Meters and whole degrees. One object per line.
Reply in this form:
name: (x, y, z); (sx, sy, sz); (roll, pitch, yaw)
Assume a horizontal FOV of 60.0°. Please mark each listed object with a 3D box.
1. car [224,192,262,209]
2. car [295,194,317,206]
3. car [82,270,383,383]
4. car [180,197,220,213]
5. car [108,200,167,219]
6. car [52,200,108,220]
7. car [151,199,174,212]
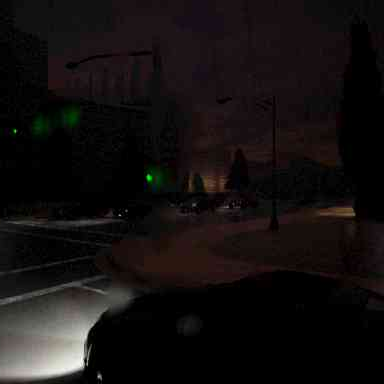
car: (6.981, 1.221, 45.105); (2.150, 2.045, 5.566); (0, 0, 36)
car: (19.809, 1.491, 56.485); (2.128, 1.511, 4.902); (0, 0, 36)
car: (0.785, 1.564, 3.441); (4.181, 1.385, 1.994); (0, 0, 35)
car: (0.679, 1.352, 36.447); (2.097, 1.767, 4.553); (0, 0, 36)
car: (-4.641, 1.601, 29.119); (1.895, 1.301, 4.718); (0, 0, 36)
car: (-9.444, 1.478, 28.478); (1.882, 1.535, 5.008); (0, 0, 36)
car: (-3.923, 1.505, 36.063); (1.837, 1.490, 4.892); (0, 0, 36)
